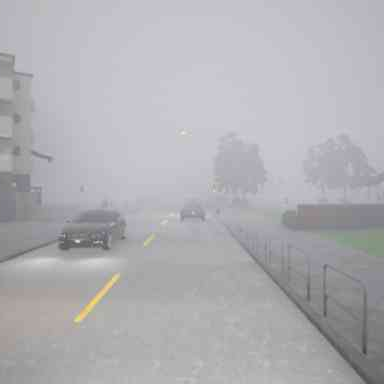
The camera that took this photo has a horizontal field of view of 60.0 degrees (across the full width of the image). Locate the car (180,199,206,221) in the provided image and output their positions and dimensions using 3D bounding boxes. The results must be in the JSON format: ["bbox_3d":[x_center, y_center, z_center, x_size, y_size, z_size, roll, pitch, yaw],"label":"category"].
[{"bbox_3d":[0.073,1.517,26.779,1.994,1.385,4.181,0,0,0],"label":"car"}]

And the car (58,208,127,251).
[{"bbox_3d":[-4.003,1.482,14.088,1.837,1.490,4.892,0,0,0],"label":"car"}]
